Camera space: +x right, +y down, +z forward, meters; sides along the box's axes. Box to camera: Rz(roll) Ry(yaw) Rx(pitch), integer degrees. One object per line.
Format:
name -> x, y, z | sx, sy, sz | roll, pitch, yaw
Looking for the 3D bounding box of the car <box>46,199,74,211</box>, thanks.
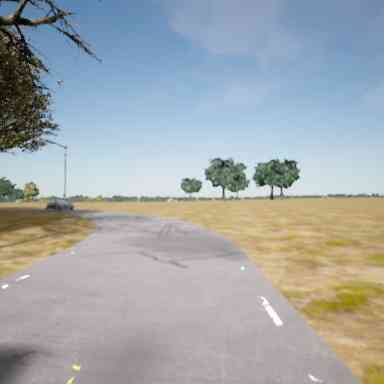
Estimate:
car -> -16.524, 1.617, 41.464 | 4.674, 1.442, 1.812 | 0, -2, 40
